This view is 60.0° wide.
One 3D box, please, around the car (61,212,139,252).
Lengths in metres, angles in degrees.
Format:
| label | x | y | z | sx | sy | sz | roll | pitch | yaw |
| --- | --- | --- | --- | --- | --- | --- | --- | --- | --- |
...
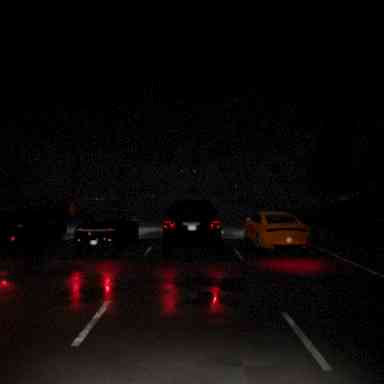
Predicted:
| label | x | y | z | sx | sy | sz | roll | pitch | yaw |
| --- | --- | --- | --- | --- | --- | --- | --- | --- | --- |
| car | -3.496 | 1.582 | 14.272 | 2.128 | 1.511 | 4.902 | 0 | 0 | 0 |

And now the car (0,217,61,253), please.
| label | x | y | z | sx | sy | sz | roll | pitch | yaw |
| --- | --- | --- | --- | --- | --- | --- | --- | --- | --- |
| car | -6.998 | 1.690 | 14.089 | 1.895 | 1.301 | 4.718 | 0 | 0 | 0 |

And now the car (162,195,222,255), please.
| label | x | y | z | sx | sy | sz | roll | pitch | yaw |
| --- | --- | --- | --- | --- | --- | --- | --- | --- | --- |
| car | 0.001 | 1.306 | 13.997 | 2.150 | 2.045 | 5.566 | 0 | 0 | 0 |

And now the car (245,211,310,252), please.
| label | x | y | z | sx | sy | sz | roll | pitch | yaw |
| --- | --- | --- | --- | --- | --- | --- | --- | --- | --- |
| car | 3.506 | 1.568 | 14.458 | 1.882 | 1.535 | 5.008 | 0 | 0 | 0 |
